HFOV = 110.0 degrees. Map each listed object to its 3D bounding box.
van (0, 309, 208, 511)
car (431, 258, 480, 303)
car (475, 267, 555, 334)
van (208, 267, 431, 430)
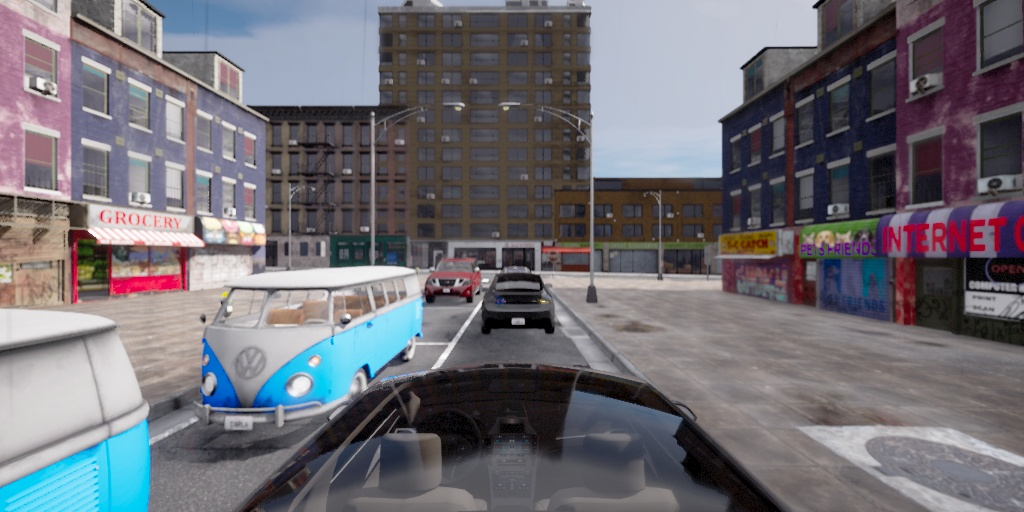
[{"bbox_3d":[-2.656,1.096,0.109,1.690,1.789,3.998,0,0,0],"label":"van"},{"bbox_3d":[-2.528,1.017,16.442,2.192,1.841,5.009,0,0,0],"label":"car"},{"bbox_3d":[0.160,1.227,10.510,1.837,1.490,4.892,0,0,0],"label":"car"},{"bbox_3d":[-2.613,1.079,5.553,1.690,1.789,3.998,0,0,0],"label":"van"}]
